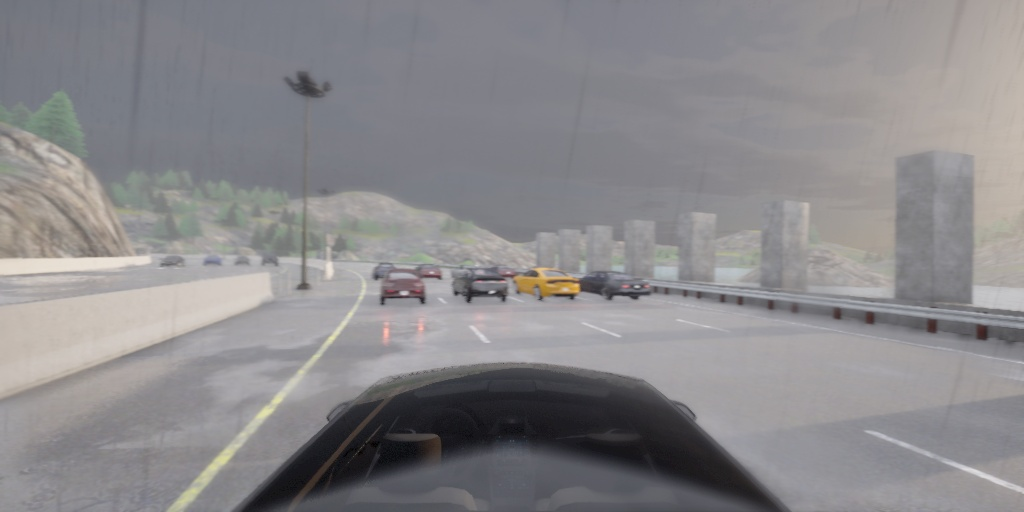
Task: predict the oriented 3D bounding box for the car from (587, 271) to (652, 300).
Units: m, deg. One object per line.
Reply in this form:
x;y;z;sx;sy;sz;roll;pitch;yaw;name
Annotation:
5.058;1.493;19.295;2.033;1.411;5.357;1;0;-20;car

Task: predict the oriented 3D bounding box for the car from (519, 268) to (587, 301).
1.588;1.355;18.594;1.882;1.535;5.008;1;0;-20;car

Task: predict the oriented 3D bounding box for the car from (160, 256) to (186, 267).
-44.081;0.701;46.717;1.837;1.490;4.892;1;0;-34;car

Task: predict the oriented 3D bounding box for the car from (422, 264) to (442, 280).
-7.538;1.349;31.827;1.994;1.385;4.181;1;0;-24;car

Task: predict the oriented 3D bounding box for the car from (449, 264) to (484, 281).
-4.269;1.454;33.096;1.895;1.301;4.718;1;0;-24;car

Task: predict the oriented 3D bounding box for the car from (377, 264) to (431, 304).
-4.975;1.267;16.162;1.812;1.442;4.674;1;0;-20;car

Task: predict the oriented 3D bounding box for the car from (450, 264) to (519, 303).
-1.645;1.302;17.249;2.128;1.511;4.902;1;0;-20;car

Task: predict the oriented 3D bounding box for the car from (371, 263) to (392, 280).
-10.735;1.282;30.405;1.994;1.385;4.181;1;0;-24;car
